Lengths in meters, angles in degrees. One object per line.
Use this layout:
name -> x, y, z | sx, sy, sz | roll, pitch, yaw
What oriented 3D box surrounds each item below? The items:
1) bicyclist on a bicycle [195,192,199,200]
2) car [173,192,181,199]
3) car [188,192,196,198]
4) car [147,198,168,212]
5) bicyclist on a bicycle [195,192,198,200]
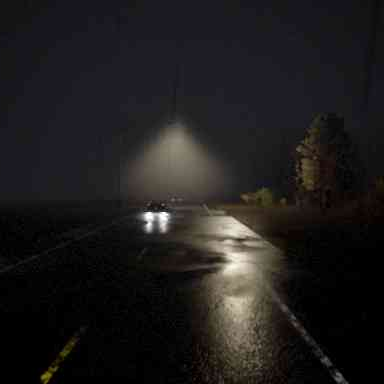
bicyclist on a bicycle -> 0.963, 0.963, 62.808 | 0.866, 1.612, 1.509 | 0, 0, 0
car -> -3.496, 0.807, 78.181 | 1.882, 1.535, 5.008 | 0, 0, 0
car -> 0.005, 0.742, 87.902 | 1.994, 1.385, 4.181 | 0, 0, 0
car -> -3.594, 1.334, 35.401 | 1.895, 1.301, 4.718 | 0, 0, 0
bicyclist on a bicycle -> 0.967, 0.836, 71.023 | 0.659, 1.776, 1.843 | 0, 1, 0
